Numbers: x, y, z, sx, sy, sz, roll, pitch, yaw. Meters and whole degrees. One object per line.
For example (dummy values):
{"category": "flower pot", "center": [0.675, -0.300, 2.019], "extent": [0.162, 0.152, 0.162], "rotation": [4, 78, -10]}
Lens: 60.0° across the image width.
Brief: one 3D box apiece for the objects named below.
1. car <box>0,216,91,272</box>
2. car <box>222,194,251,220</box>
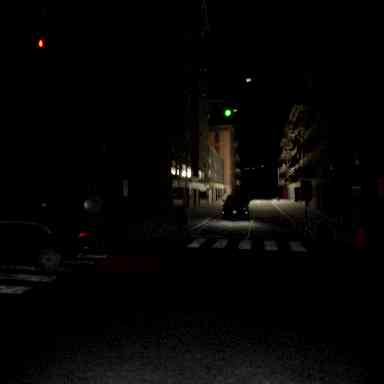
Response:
{"category": "car", "center": [-5.542, 1.488, 9.800], "extent": [4.902, 1.511, 2.128], "rotation": [0, 0, -12]}
{"category": "car", "center": [3.872, 1.201, 28.632], "extent": [2.150, 2.045, 5.566], "rotation": [0, 0, 12]}
